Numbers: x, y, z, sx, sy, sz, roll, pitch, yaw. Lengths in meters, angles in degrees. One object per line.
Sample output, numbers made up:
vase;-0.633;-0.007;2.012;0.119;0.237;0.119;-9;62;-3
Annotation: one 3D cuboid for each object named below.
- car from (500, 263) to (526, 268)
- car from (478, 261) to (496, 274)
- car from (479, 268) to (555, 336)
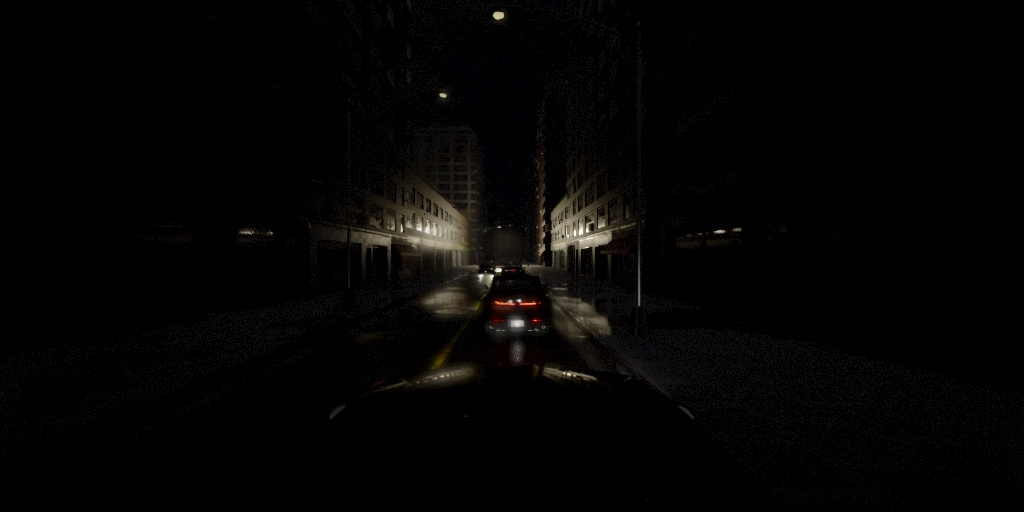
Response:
car;0.094;1.251;28.168;2.128;1.511;4.902;0;0;0
car;-2.850;1.316;41.383;2.033;1.411;5.357;0;0;0
car;0.104;1.257;10.385;1.837;1.490;4.892;0;0;0
